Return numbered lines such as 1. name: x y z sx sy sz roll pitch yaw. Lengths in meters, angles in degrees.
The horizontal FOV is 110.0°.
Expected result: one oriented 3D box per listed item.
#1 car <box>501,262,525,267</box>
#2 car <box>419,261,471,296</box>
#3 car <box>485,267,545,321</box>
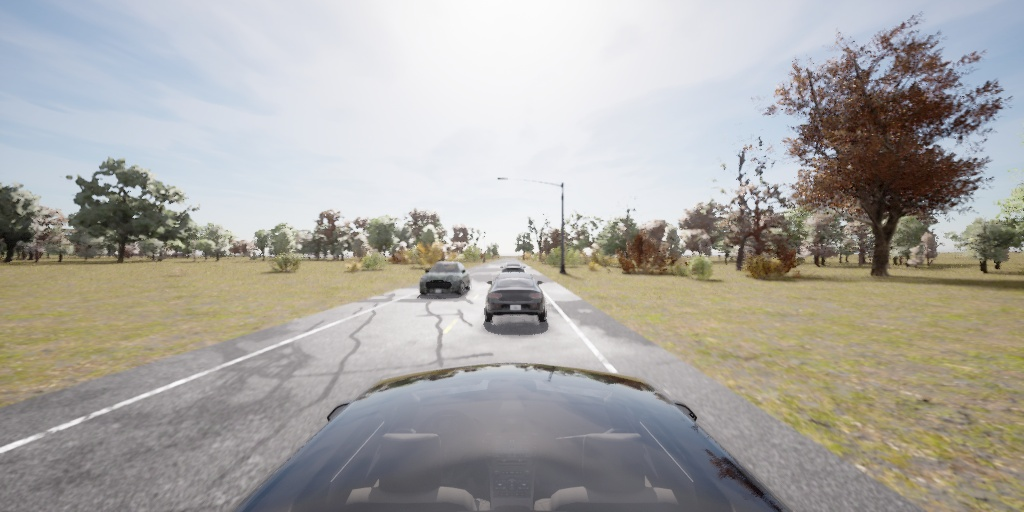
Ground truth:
1. car: 0.104 1.259 30.145 1.837 1.490 4.892 0 0 0
2. car: -3.522 1.104 19.469 2.097 1.767 4.553 0 0 1
3. car: 0.102 1.277 12.345 1.812 1.442 4.674 0 0 0
